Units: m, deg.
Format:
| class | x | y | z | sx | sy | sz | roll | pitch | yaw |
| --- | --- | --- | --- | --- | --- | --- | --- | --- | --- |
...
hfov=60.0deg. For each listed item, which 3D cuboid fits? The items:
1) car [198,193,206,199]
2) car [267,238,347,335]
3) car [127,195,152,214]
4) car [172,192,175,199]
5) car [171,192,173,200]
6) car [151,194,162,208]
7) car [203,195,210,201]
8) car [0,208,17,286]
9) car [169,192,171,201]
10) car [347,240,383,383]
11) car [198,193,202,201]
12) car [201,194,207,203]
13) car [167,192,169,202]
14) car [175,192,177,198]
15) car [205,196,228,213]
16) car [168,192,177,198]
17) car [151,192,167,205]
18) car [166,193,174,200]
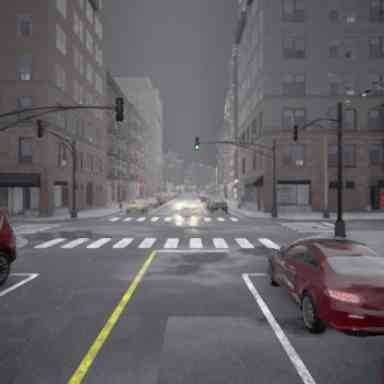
| class | x | y | z | sx | sy | sz | roll | pitch | yaw |
| --- | --- | --- | --- | --- | --- | --- | --- | --- | --- |
| car | 2.668 | 1.095 | 88.252 | 1.887 | 1.381 | 4.507 | 0 | 0 | 0 |
| car | 2.640 | 1.548 | 6.425 | 1.802 | 1.307 | 4.206 | 0 | 0 | 0 |
| car | -5.404 | 1.352 | 33.265 | 1.752 | 1.417 | 4.829 | 0 | 0 | 0 |
| car | -5.377 | 1.198 | 71.809 | 1.947 | 1.339 | 4.313 | 0 | 0 | 0 |
| car | -5.381 | 1.211 | 66.327 | 2.008 | 1.369 | 4.403 | 0 | 0 | 0 |
| car | -5.396 | 1.297 | 44.229 | 1.752 | 1.417 | 4.829 | 0 | 0 | 0 |
| car | 2.651 | 1.343 | 38.914 | 1.887 | 1.381 | 4.507 | 0 | 0 | 0 |
| car | -5.398 | 1.281 | 6.427 | 2.192 | 1.841 | 5.009 | 0 | 0 | 0 |
| car | -5.385 | 1.128 | 60.844 | 1.967 | 1.590 | 4.097 | 0 | 0 | 0 |
| car | 2.639 | 1.311 | 0.744 | 2.192 | 1.841 | 5.009 | 0 | 0 | 0 |
| car | 2.659 | 1.239 | 60.842 | 2.008 | 1.369 | 4.403 | 0 | 0 | 0 |
| car | 2.653 | 1.322 | 44.396 | 2.008 | 1.369 | 4.403 | 0 | 0 | 0 |
| car | -5.388 | 1.155 | 55.362 | 1.967 | 1.590 | 4.097 | 0 | 0 | 0 |
| car | -5.373 | 0.920 | 77.290 | 2.192 | 1.841 | 5.009 | 0 | 0 | 0 |
| car | 2.649 | 1.377 | 33.433 | 2.008 | 1.369 | 4.403 | 0 | 0 | 0 |
| car | -5.361 | 0.838 | 93.735 | 2.192 | 1.841 | 5.009 | 0 | 0 | 0 |
| car | -5.392 | 1.058 | 49.880 | 2.192 | 1.841 | 5.009 | 0 | 0 | 0 |
| car | -5.369 | 1.104 | 82.603 | 1.752 | 1.417 | 4.829 | 0 | 0 | 0 |
